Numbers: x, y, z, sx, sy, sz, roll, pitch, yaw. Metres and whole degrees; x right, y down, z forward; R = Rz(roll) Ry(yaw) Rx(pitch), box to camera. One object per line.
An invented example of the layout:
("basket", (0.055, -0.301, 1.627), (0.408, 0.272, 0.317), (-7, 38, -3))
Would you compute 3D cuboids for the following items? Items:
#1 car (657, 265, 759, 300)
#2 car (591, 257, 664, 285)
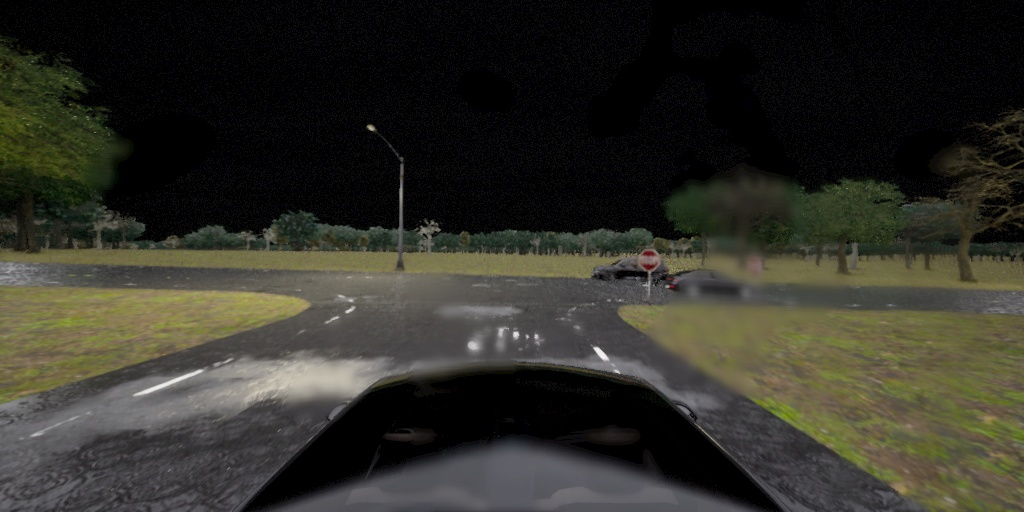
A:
("car", (11.241, 1.569, 20.308), (4.892, 1.490, 1.837), (2, 2, 0))
("car", (8.946, 1.124, 27.305), (5.566, 2.045, 2.150), (2, 2, 0))
